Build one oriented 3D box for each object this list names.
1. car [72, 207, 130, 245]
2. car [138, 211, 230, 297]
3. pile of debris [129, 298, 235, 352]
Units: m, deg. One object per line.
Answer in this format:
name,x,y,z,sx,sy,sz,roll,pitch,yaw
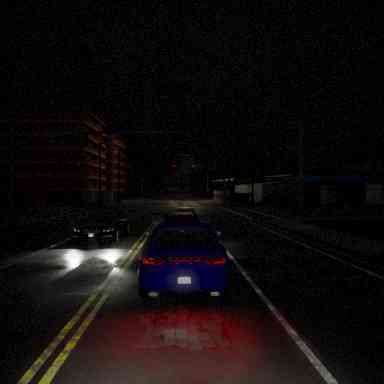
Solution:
car,-4.119,1.506,15.728,1.837,1.490,4.892,0,0,-2
car,-0.216,1.478,8.609,1.882,1.535,5.008,0,0,-2
pile of debris,-0.175,2.175,5.638,1.500,0.140,1.860,0,0,-2
